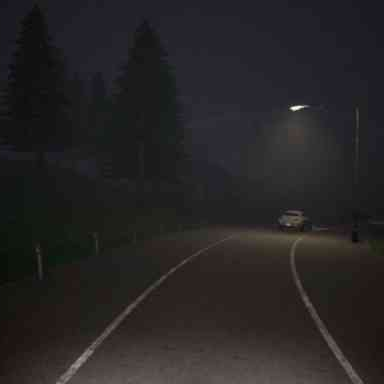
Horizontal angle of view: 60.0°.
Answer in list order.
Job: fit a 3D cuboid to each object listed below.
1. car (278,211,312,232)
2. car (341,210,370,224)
[{"bbox_3d":[8.015,2.191,25.741,1.812,1.442,4.674,2,-1,30],"label":"car"},{"bbox_3d":[19.375,2.922,39.273,4.902,1.511,2.128,4,-1,-41],"label":"car"}]
